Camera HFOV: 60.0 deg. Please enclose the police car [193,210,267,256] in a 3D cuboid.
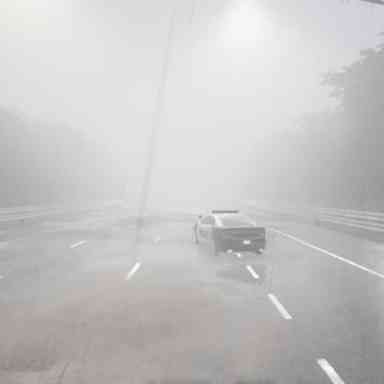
[{"bbox_3d":[1.340,1.571,13.987,1.930,1.638,5.238,0,-1,-12],"label":"police car"}]
